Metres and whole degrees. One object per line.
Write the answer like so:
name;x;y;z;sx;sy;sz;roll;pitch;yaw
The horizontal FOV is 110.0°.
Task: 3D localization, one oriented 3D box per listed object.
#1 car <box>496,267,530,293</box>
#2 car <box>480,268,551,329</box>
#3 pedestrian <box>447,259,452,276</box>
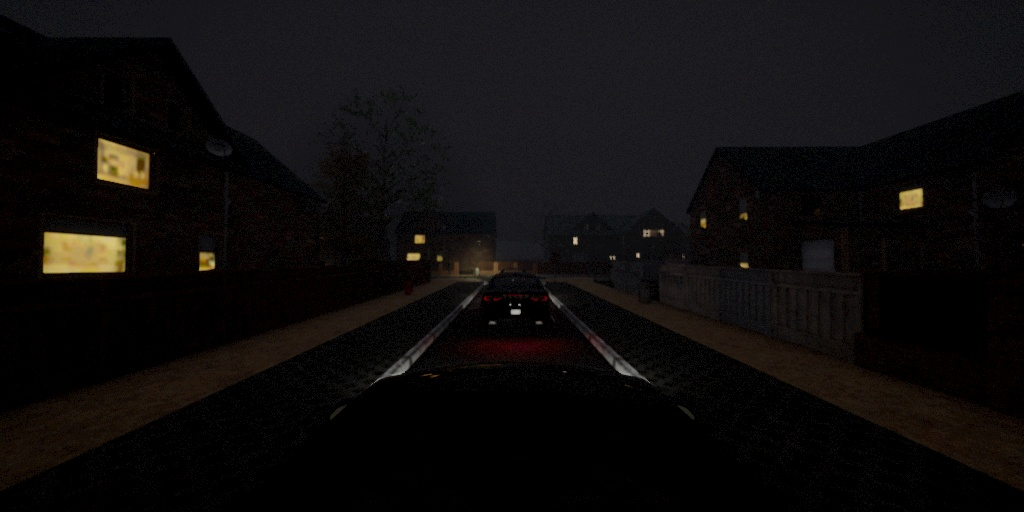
car;0.113;1.398;22.302;1.895;1.301;4.718;0;0;2
car;0.088;1.250;11.320;1.882;1.535;5.008;0;0;0
pedestrian;-6.770;1.191;38.770;0.375;1.860;0.375;0;-1;1
